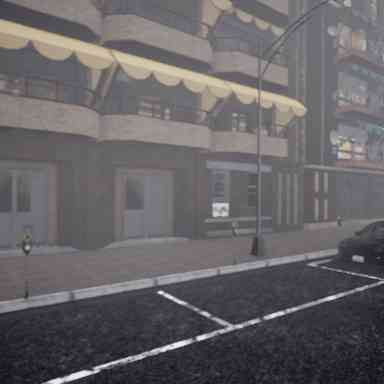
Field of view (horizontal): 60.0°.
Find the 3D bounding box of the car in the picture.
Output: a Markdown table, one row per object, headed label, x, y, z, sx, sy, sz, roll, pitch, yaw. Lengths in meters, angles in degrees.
| label | x | y | z | sx | sy | sz | roll | pitch | yaw |
| --- | --- | --- | --- | --- | --- | --- | --- | --- | --- |
| car | 6.863 | 1.694 | 11.455 | 4.313 | 1.339 | 1.947 | 1 | 0 | -36 |
